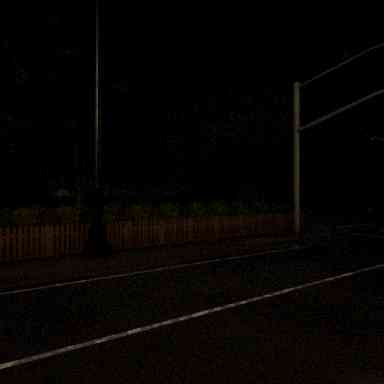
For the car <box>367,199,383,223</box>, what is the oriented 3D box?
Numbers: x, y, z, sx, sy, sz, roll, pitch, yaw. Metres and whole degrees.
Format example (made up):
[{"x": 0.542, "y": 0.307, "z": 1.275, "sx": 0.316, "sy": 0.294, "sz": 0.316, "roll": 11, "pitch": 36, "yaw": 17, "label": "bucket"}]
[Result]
[{"x": 15.152, "y": 1.347, "z": 23.652, "sx": 2.097, "sy": 1.767, "sz": 4.553, "roll": 0, "pitch": 0, "yaw": -41, "label": "car"}]

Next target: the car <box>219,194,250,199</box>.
[{"x": 5.057, "y": 1.221, "z": 37.493, "sx": 2.150, "sy": 2.045, "sz": 5.566, "roll": 0, "pitch": 0, "yaw": -35, "label": "car"}]

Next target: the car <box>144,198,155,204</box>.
[{"x": -7.199, "y": 1.600, "z": 55.292, "sx": 1.895, "sy": 1.301, "sz": 4.718, "roll": 0, "pitch": 0, "yaw": -35, "label": "car"}]
